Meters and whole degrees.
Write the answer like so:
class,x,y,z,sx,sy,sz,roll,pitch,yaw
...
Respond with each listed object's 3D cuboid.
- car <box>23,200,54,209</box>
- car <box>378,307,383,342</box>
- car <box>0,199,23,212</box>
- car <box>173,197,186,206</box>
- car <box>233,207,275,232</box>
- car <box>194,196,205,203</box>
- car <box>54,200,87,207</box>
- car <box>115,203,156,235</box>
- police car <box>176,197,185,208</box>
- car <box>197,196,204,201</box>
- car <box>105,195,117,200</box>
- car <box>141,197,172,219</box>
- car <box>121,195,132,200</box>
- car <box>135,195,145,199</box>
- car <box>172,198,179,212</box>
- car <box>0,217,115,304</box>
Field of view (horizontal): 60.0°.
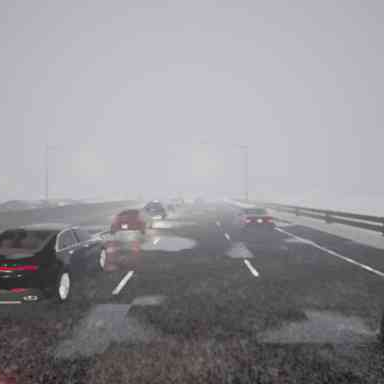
class,x,y,z,sx,sy,sz,roll,pitch,yaw
car,-17.131,1.637,38.832,2.128,1.511,4.902,0,0,1
car,3.612,1.575,2.988,1.994,1.385,4.181,0,0,0
car,-20.635,1.618,38.659,1.882,1.535,5.008,0,-1,1
car,-2.328,1.706,63.012,2.033,1.649,4.856,0,0,2
car,3.735,1.625,20.656,2.033,1.411,5.357,0,0,1
car,1.509,1.727,72.075,1.812,1.442,4.674,0,0,3
car,-13.634,1.638,38.706,2.128,1.511,4.902,0,0,1
car,-3.388,1.594,19.153,1.812,1.442,4.674,0,0,1
police car,-2.697,1.722,52.050,2.038,1.542,4.974,0,0,2
car,2.481,1.802,92.624,1.837,1.490,4.892,0,0,3
car,-19.177,1.385,79.085,2.097,1.767,4.553,0,0,3
car,-3.228,1.543,30.121,2.033,1.649,4.856,0,0,1
car,-15.664,1.443,79.306,1.882,1.535,5.008,0,0,3
car,-12.168,1.446,79.145,1.882,1.535,5.008,0,0,3
car,-2.997,1.763,41.115,1.895,1.301,4.718,0,0,1
car,-3.479,1.532,8.186,1.837,1.490,4.892,0,0,0
